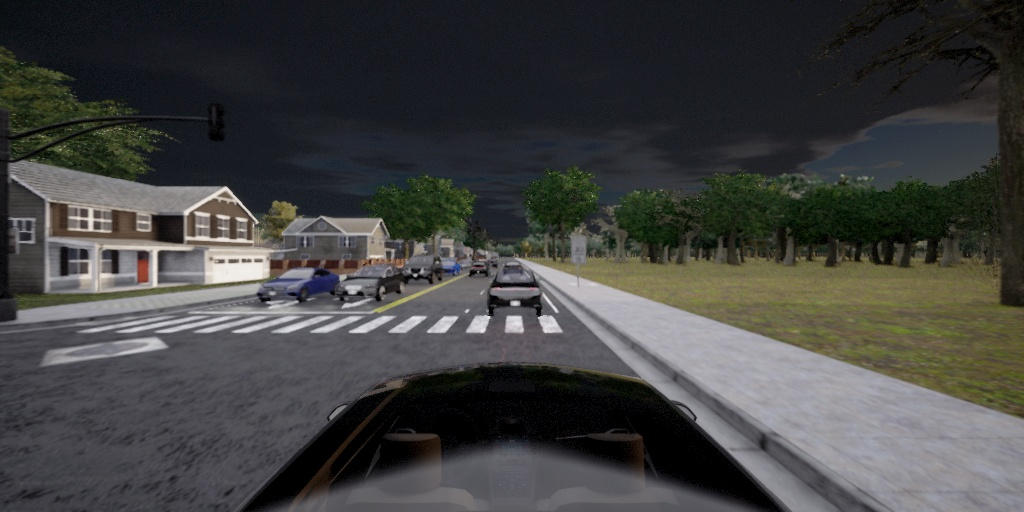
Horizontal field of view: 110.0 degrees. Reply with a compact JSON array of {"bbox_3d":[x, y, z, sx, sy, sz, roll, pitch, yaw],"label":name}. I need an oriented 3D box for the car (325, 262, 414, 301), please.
[{"bbox_3d":[-6.602,1.240,17.318,2.128,1.511,4.902,0,0,0],"label":"car"}]

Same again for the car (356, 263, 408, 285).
[{"bbox_3d":[-9.845,1.291,27.682,2.033,1.411,5.357,0,0,0],"label":"car"}]

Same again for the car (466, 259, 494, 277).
[{"bbox_3d":[-3.155,1.244,35.858,1.837,1.490,4.892,0,0,0],"label":"car"}]

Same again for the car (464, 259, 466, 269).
[{"bbox_3d":[-6.531,1.226,50.396,2.128,1.511,4.902,0,0,0],"label":"car"}]

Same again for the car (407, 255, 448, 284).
[{"bbox_3d":[-6.610,0.965,27.203,2.150,2.045,5.566,0,0,-1],"label":"car"}]

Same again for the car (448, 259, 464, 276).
[{"bbox_3d":[-6.557,1.216,37.372,1.882,1.535,5.008,0,0,0],"label":"car"}]

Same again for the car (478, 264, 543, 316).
[{"bbox_3d":[0.099,1.241,13.430,2.128,1.511,4.902,0,0,0],"label":"car"}]

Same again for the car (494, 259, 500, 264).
[{"bbox_3d":[-3.178,1.234,59.100,1.837,1.490,4.892,0,0,0],"label":"car"}]

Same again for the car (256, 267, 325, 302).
[{"bbox_3d":[-9.853,1.274,17.069,1.812,1.442,4.674,0,0,0],"label":"car"}]

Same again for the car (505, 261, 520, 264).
[{"bbox_3d":[0.096,1.217,35.919,1.882,1.535,5.008,0,0,0],"label":"car"}]
